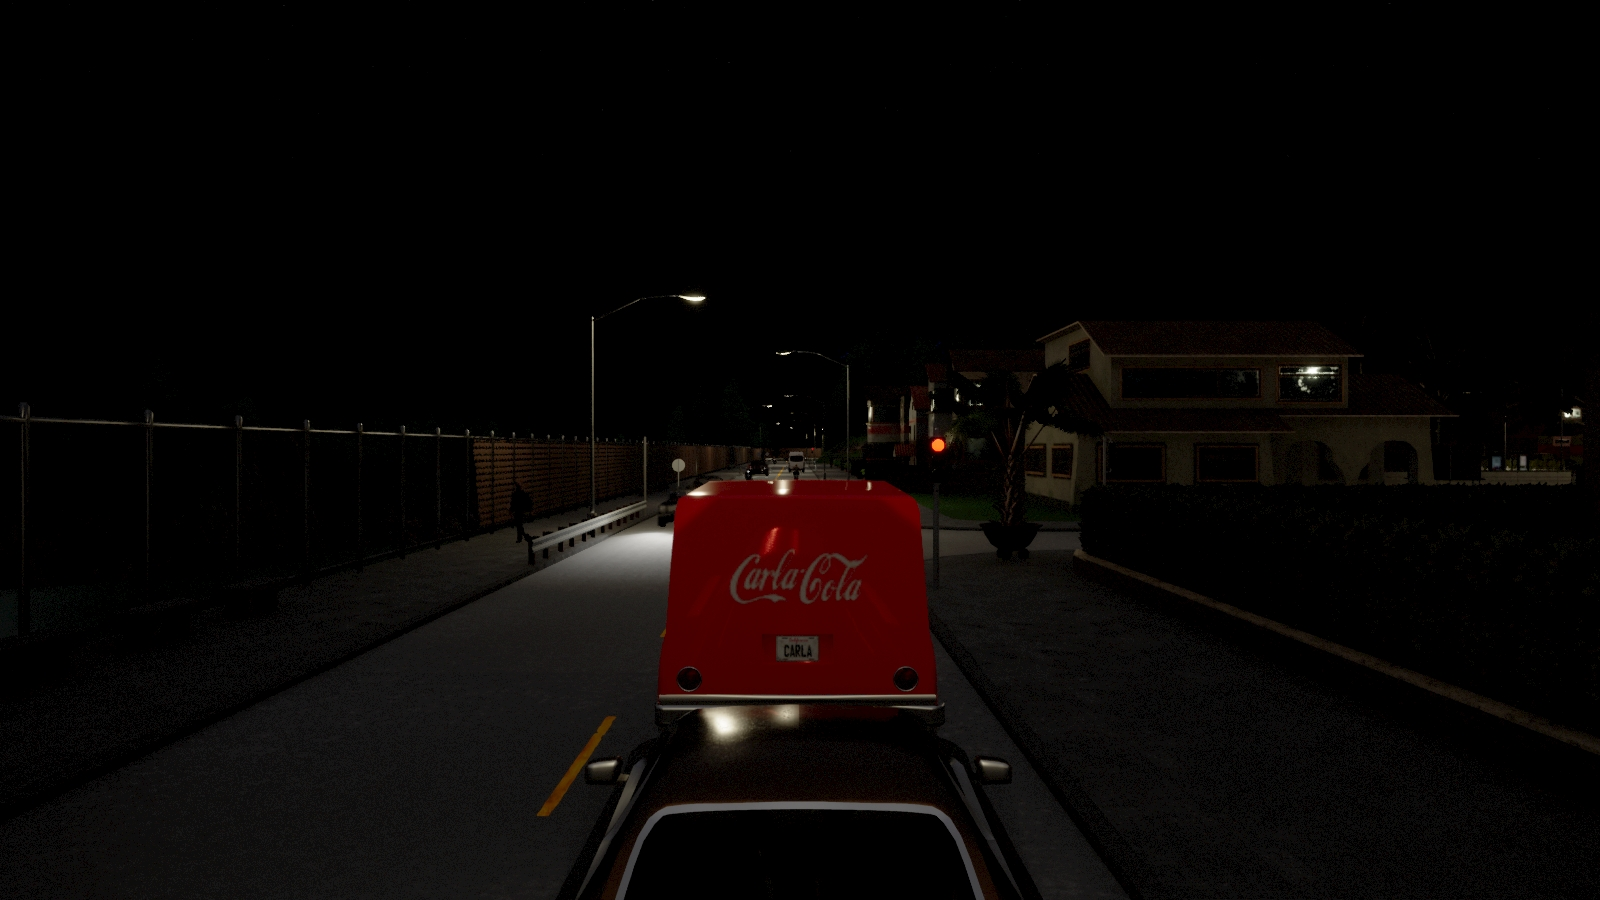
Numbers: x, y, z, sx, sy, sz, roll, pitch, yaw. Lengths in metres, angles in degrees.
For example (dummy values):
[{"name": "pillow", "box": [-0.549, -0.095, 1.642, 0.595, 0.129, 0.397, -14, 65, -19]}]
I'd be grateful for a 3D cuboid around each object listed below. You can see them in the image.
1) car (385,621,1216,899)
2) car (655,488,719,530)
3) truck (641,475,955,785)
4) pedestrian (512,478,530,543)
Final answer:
[{"name": "car", "box": [-0.006, 1.989, 5.238, 2.152, 1.651, 5.027, 0, 0, 0]}, {"name": "car", "box": [-4.120, 2.140, 42.370, 1.895, 1.301, 4.718, 0, 0, 0]}, {"name": "truck", "box": [-0.025, 1.564, 12.158, 2.627, 2.467, 5.204, 0, 0, 0]}, {"name": "pedestrian", "box": [-8.011, 1.733, 32.829, 0.375, 1.860, 0.375, 0, 0, 16]}]
